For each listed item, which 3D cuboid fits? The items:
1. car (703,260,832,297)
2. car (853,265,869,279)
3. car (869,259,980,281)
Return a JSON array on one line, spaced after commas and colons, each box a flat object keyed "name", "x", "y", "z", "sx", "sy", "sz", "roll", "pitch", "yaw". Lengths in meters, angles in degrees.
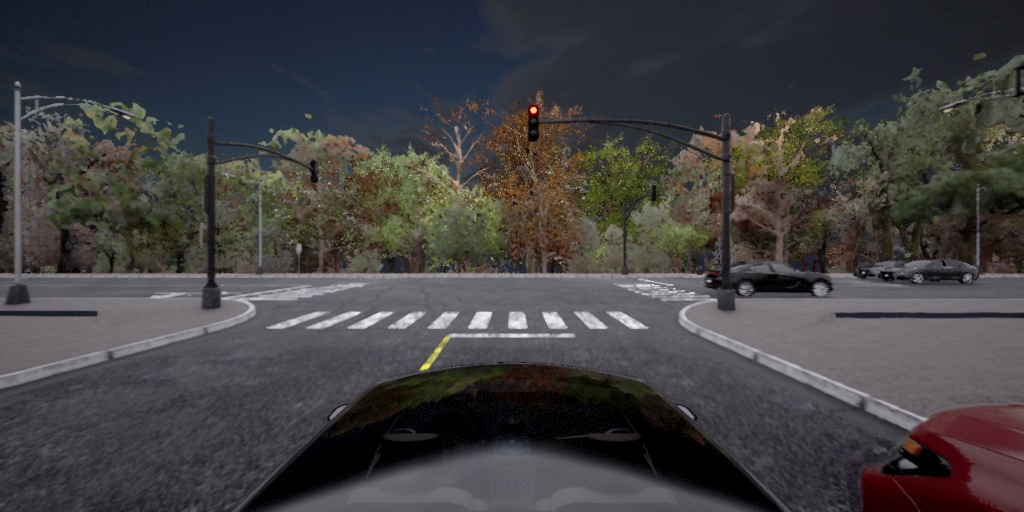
[{"name": "car", "x": 11.131, "y": 0.949, "z": 15.729, "sx": 5.008, "sy": 1.535, "sz": 1.882, "roll": 0, "pitch": 0, "yaw": 1}, {"name": "car", "x": 26.810, "y": 0.993, "z": 25.295, "sx": 4.181, "sy": 1.385, "sz": 1.994, "roll": 0, "pitch": 0, "yaw": 1}, {"name": "car", "x": 25.515, "y": 0.942, "z": 22.071, "sx": 4.892, "sy": 1.490, "sz": 1.837, "roll": 0, "pitch": 0, "yaw": 1}]
